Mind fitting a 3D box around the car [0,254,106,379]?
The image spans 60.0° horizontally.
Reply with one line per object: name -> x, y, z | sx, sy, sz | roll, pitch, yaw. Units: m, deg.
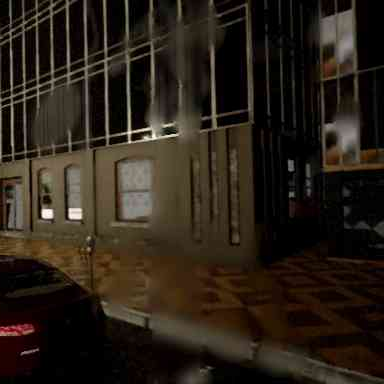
car -> -3.095, 1.638, 5.105 | 4.206, 1.307, 1.802 | -1, -1, 36
